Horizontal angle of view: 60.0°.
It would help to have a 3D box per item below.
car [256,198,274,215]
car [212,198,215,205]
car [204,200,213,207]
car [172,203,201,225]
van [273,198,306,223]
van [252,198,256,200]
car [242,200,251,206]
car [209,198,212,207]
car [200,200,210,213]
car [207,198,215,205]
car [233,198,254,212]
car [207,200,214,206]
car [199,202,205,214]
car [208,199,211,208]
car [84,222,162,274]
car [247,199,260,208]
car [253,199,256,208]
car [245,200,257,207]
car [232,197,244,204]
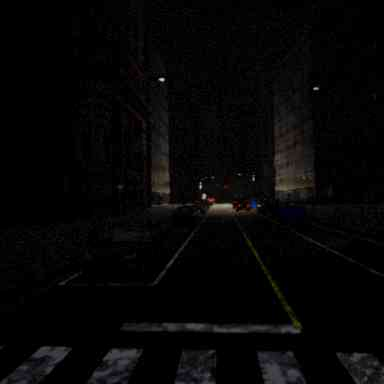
[{"bbox_3d":[8.879,1.629,37.461,2.192,1.841,5.009,-1,-1,5],"label":"car"},{"bbox_3d":[3.362,2.528,70.854,2.008,1.369,4.403,-1,-1,5],"label":"car"},{"bbox_3d":[3.857,2.632,76.289,1.947,1.339,4.313,-1,-1,5],"label":"car"},{"bbox_3d":[-0.595,1.912,27.362,1.887,1.381,4.507,-1,-1,5],"label":"car"},{"bbox_3d":[7.890,1.516,26.586,1.690,1.788,3.998,-1,-1,5],"label":"van"},{"bbox_3d":[10.363,1.877,53.773,1.690,1.788,3.998,-1,-1,5],"label":"van"},{"bbox_3d":[12.345,2.455,75.516,1.802,1.307,4.206,-1,-1,5],"label":"car"},{"bbox_3d":[1.877,2.168,54.547,1.967,1.590,4.097,-1,-1,5],"label":"car"},{"bbox_3d":[0.889,2.129,43.672,2.008,1.369,4.403,-1,-1,5],"label":"car"},{"bbox_3d":[5.339,2.667,92.602,2.192,1.841,5.009,-1,-1,5],"label":"car"},{"bbox_3d":[7.107,2.014,46.430,1.812,1.442,4.674,-1,-1,5],"label":"car"},{"bbox_3d":[4.831,2.776,86.992,1.752,1.417,4.829,-1,-1,5],"label":"car"},{"bbox_3d":[-0.100,1.986,32.798,2.008,1.369,4.403,-1,-1,5],"label":"car"},{"bbox_3d":[1.384,2.202,49.109,2.008,1.369,4.403,-1,-1,5],"label":"car"},{"bbox_3d":[-2.079,1.724,11.052,2.008,1.369,4.403,0,-1,5],"label":"car"},{"bbox_3d":[10.859,2.055,59.208,1.967,1.590,4.097,-1,-1,5],"label":"car"},{"bbox_3d":[9.376,1.936,42.895,2.008,1.369,4.403,-1,-1,5],"label":"car"},{"bbox_3d":[11.355,2.243,64.643,1.887,1.381,4.507,-1,-1,5],"label":"car"},{"bbox_3d":[8.034,1.854,56.631,2.150,2.045,5.566,-1,-1,5],"label":"car"}]
